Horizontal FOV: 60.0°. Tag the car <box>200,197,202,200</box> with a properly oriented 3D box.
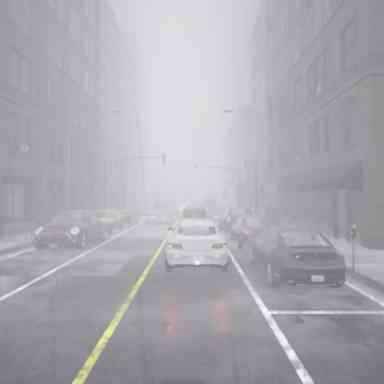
[{"bbox_3d":[2.958,2.037,64.241,1.802,1.307,4.206,0,0,0],"label":"car"}]

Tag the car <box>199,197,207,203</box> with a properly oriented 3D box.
[{"bbox_3d":[3.102,2.081,92.648,1.967,1.590,4.097,0,0,0],"label":"car"}]

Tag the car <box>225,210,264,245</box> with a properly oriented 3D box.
[{"bbox_3d":[2.707,1.688,14.762,1.802,1.307,4.206,0,0,0],"label":"car"}]

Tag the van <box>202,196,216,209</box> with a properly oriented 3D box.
[{"bbox_3d":[2.900,1.716,52.881,1.690,1.788,3.998,0,0,0],"label":"van"}]

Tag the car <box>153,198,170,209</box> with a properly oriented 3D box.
[{"bbox_3d":[-5.125,1.926,52.912,2.008,1.369,4.403,0,0,0],"label":"car"}]

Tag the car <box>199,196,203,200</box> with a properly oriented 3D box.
[{"bbox_3d":[3.015,2.114,75.604,1.802,1.307,4.206,0,0,0],"label":"car"}]

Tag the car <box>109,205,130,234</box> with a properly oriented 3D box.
[{"bbox_3d":[-5.291,1.669,20.143,1.752,1.417,4.829,0,0,0],"label":"car"}]

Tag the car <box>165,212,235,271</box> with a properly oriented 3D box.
[{"bbox_3d":[0.152,1.605,11.028,1.812,1.442,4.674,0,0,0],"label":"car"}]

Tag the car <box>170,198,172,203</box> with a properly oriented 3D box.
[{"bbox_3d":[-5.096,1.960,58.593,1.887,1.381,4.507,0,0,0],"label":"car"}]

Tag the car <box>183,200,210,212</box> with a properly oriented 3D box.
[{"bbox_3d":[0.296,1.674,27.491,1.882,1.535,5.008,0,0,3],"label":"car"}]

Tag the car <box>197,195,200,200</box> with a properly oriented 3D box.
[{"bbox_3d":[3.044,1.883,81.287,2.192,1.841,5.009,0,0,0],"label":"car"}]

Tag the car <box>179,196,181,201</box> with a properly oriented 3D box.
[{"bbox_3d":[-4.923,2.206,92.683,1.947,1.339,4.313,0,0,0],"label":"car"}]

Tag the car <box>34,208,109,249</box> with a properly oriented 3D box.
[{"bbox_3d":[-5.318,1.546,14.796,1.967,1.590,4.097,0,0,0],"label":"car"}]

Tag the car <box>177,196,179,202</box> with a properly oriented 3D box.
[{"bbox_3d":[-4.981,2.134,81.320,1.947,1.339,4.313,0,0,0],"label":"car"}]

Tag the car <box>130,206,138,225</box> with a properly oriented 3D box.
[{"bbox_3d":[-5.262,1.735,25.831,2.008,1.369,4.403,0,0,0],"label":"car"}]

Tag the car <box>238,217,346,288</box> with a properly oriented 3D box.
[{"bbox_3d":[2.679,1.618,9.243,2.008,1.369,4.403,0,0,0],"label":"car"}]

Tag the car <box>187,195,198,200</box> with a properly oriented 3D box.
[{"bbox_3d":[0.415,1.930,82.993,2.097,1.767,4.553,0,0,0],"label":"car"}]

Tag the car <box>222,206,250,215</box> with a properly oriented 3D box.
[{"bbox_3d":[2.735,1.585,20.282,1.967,1.590,4.097,0,0,0],"label":"car"}]

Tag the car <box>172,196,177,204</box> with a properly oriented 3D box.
[{"bbox_3d":[-5.011,2.056,75.469,1.752,1.417,4.829,0,0,0],"label":"car"}]
